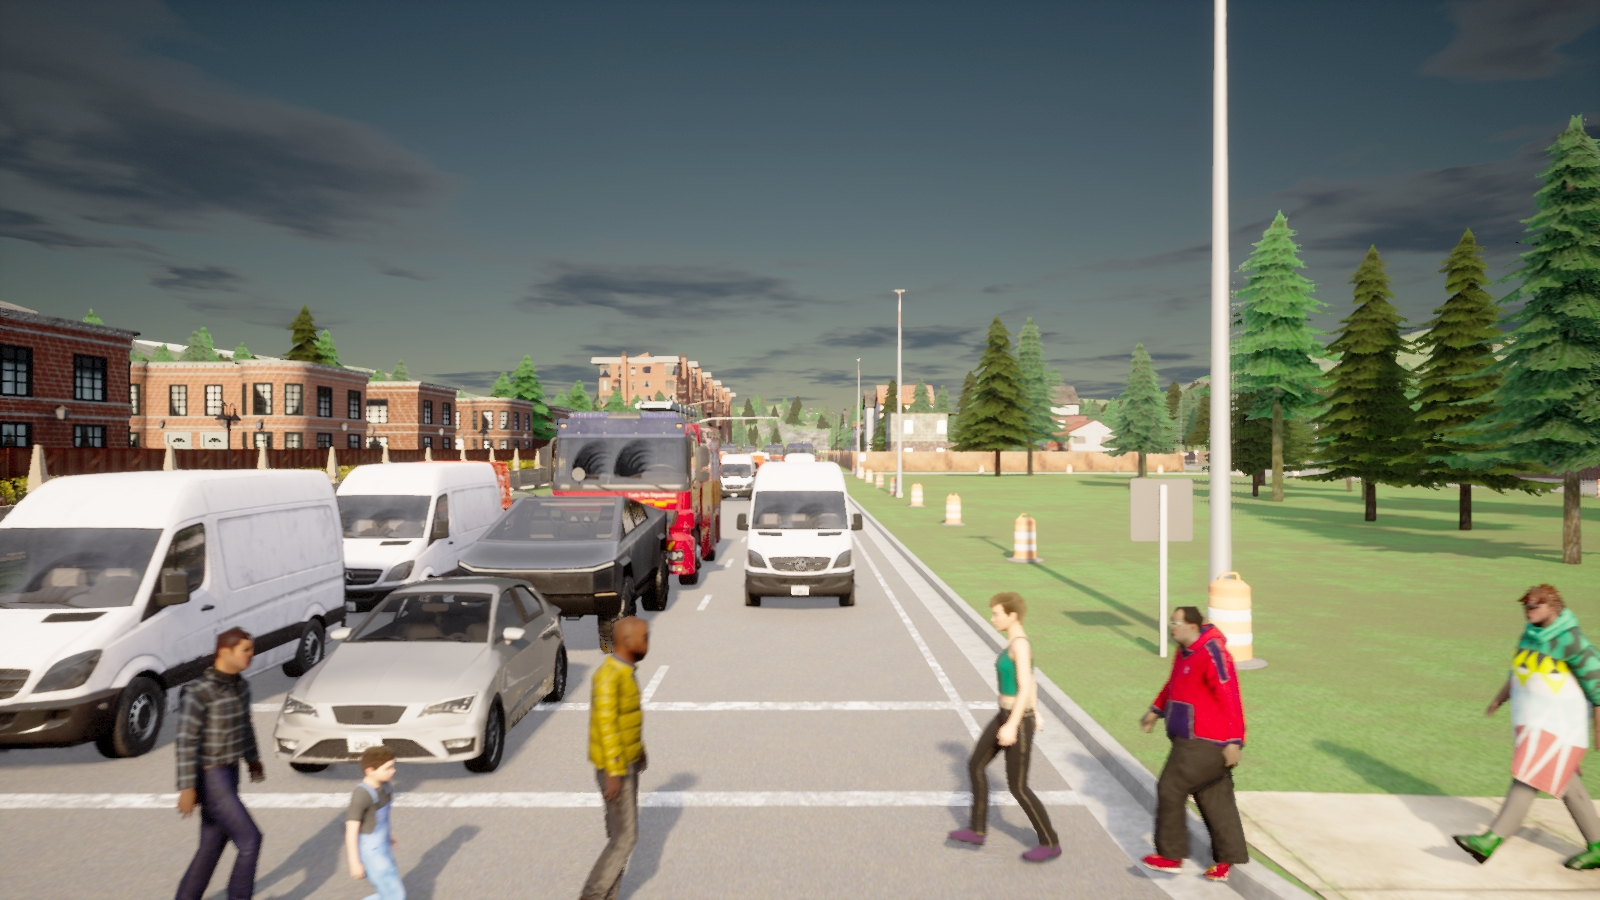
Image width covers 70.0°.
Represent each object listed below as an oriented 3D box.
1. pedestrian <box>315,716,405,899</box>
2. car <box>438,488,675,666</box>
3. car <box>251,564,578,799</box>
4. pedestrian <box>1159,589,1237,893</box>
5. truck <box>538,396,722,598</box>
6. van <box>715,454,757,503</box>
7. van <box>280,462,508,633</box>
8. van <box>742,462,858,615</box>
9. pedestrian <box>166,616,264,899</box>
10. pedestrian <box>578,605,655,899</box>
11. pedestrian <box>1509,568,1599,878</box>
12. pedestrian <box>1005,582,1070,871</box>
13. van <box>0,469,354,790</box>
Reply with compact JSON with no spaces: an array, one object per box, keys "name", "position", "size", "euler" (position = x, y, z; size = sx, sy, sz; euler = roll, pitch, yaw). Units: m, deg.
[{"name":"pedestrian","position":[-2.555,2.247,6.652],"size":[0.375,1.300,0.375],"euler":[0,0,2]},{"name":"car","position":[-3.500,1.753,17.973],"size":[2.390,2.098,6.274],"euler":[0,0,0]},{"name":"car","position":[-3.502,2.065,11.269],"size":[1.816,1.474,4.193],"euler":[0,0,0]},{"name":"pedestrian","position":[2.558,1.848,7.359],"size":[0.375,1.860,0.375],"euler":[0,0,1]},{"name":"truck","position":[-3.497,0.889,25.820],"size":[2.891,3.827,8.468],"euler":[0,0,0]},{"name":"van","position":[-3.497,1.532,63.426],"size":[1.988,2.561,5.915],"euler":[0,0,0]},{"name":"van","position":[-6.996,1.534,20.507],"size":[1.988,2.561,5.915],"euler":[0,0,0]},{"name":"van","position":[0.003,1.534,22.433],"size":[1.988,2.561,5.915],"euler":[0,0,0]},{"name":"pedestrian","position":[-3.379,1.918,6.613],"size":[0.375,1.860,0.375],"euler":[0,0,1]},{"name":"pedestrian","position":[-1.079,1.872,6.749],"size":[0.375,1.860,0.375],"euler":[0,0,4]},{"name":"pedestrian","position":[4.772,1.697,7.203],"size":[0.375,1.860,0.375],"euler":[0,0,1]},{"name":"pedestrian","position":[1.602,1.848,7.732],"size":[0.375,1.860,0.375],"euler":[0,0,2]},{"name":"van","position":[-6.996,1.534,12.416],"size":[1.988,2.561,5.915],"euler":[0,0,0]}]
